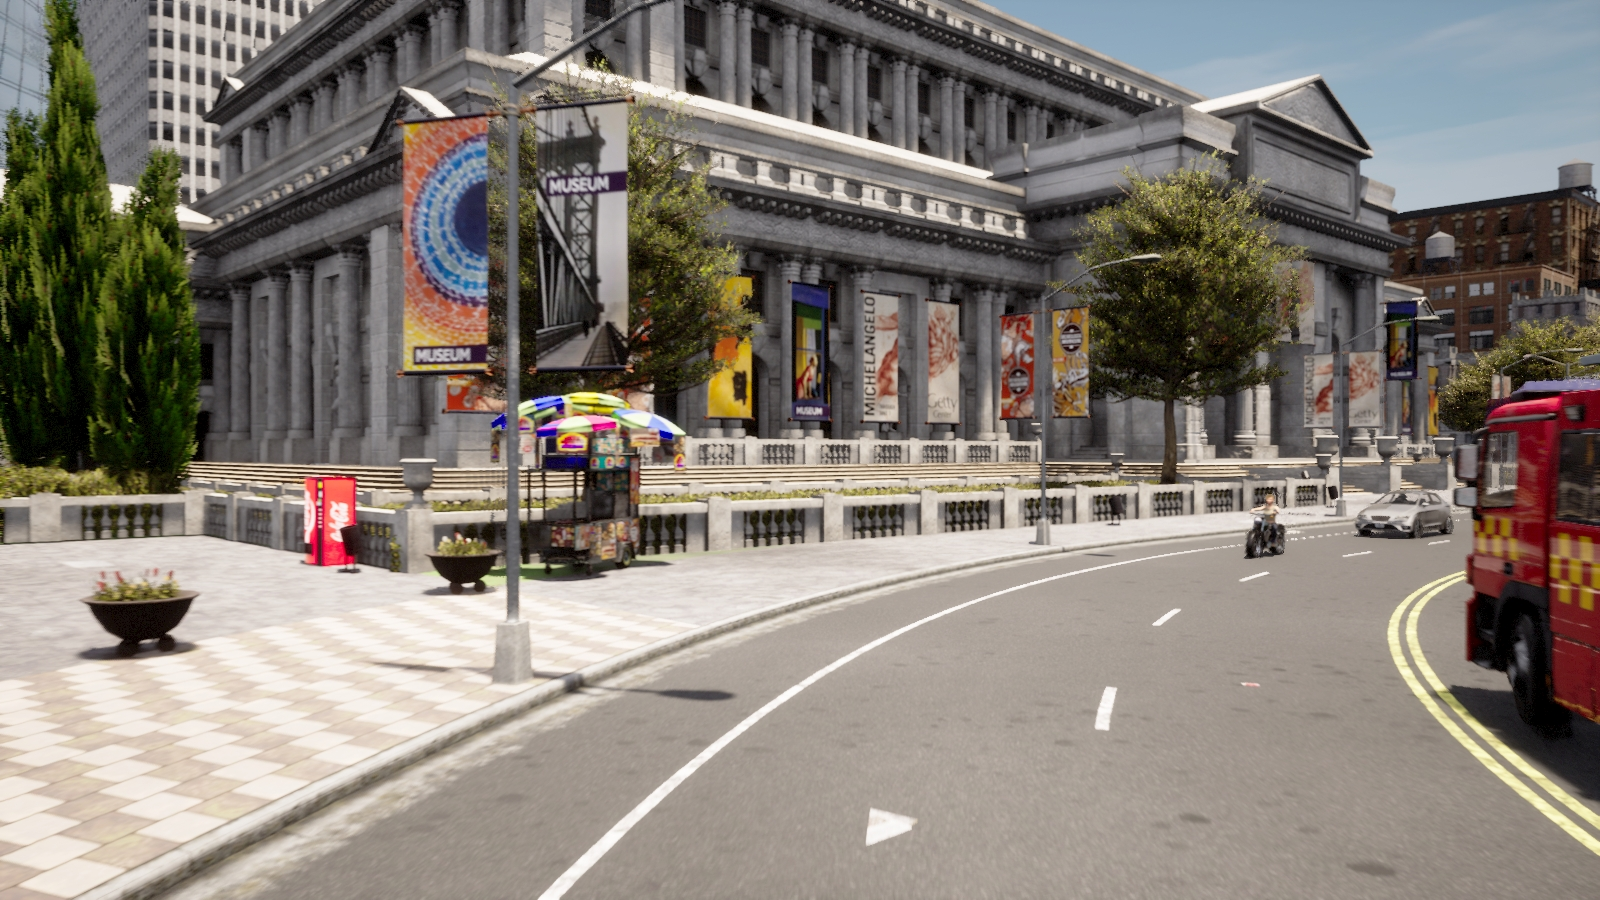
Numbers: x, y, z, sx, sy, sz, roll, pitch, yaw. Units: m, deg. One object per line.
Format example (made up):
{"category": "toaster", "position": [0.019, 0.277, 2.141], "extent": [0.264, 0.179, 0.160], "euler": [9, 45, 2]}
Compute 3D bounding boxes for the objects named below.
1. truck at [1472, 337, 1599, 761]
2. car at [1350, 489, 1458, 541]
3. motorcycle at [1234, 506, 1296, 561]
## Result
{"category": "truck", "position": [8.407, 0.892, 8.982], "extent": [2.891, 3.827, 8.468], "euler": [0, 0, 12]}
{"category": "car", "position": [19.832, 2.071, 37.438], "extent": [4.193, 1.474, 1.816], "euler": [0, 0, -42]}
{"category": "motorcycle", "position": [12.265, 2.173, 30.099], "extent": [0.764, 1.277, 2.356], "euler": [0, 0, 42]}
